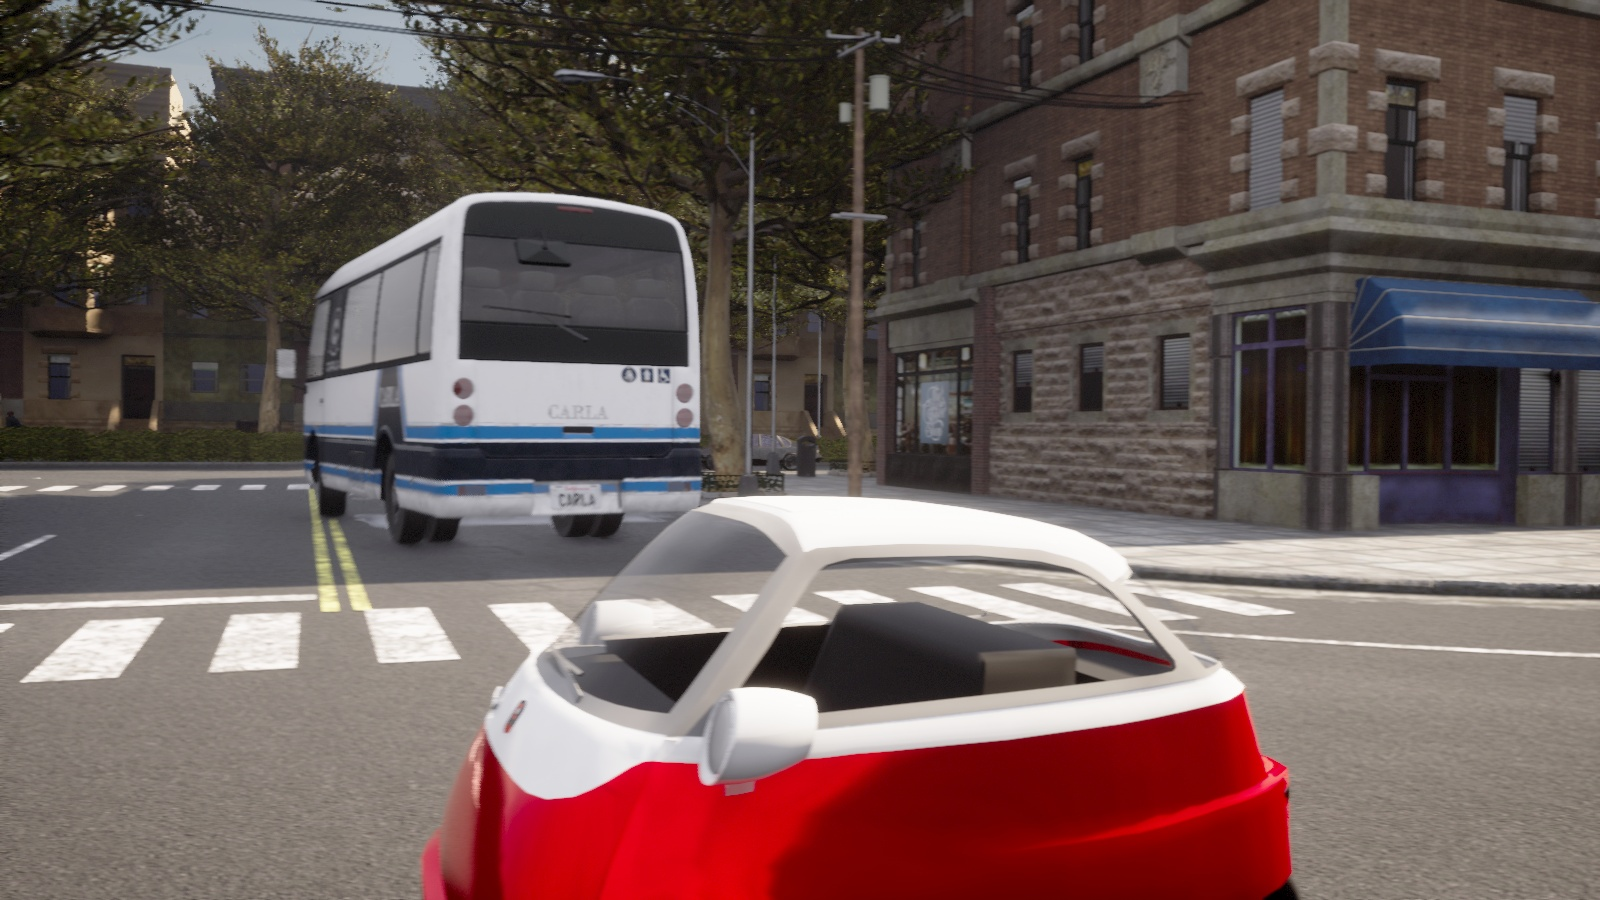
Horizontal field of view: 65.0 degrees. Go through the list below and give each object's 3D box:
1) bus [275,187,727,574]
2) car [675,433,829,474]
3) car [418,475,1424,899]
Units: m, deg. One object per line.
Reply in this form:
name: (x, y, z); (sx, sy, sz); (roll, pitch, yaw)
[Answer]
bus: (-5.202, -0.836, 19.256); (3.944, 4.253, 10.273); (-1, 1, -30)
car: (-1.791, 0.101, 46.973); (5.357, 1.411, 2.033); (-1, 1, -21)
car: (0.203, 0.797, 3.317); (2.207, 1.376, 1.481); (-1, 1, -21)
